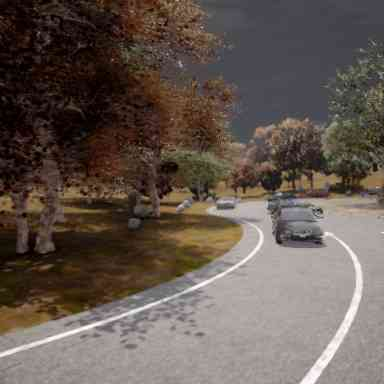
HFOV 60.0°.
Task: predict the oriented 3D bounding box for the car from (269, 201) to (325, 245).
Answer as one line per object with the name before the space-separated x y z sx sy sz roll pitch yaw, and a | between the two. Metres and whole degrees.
car | 4.763 1.420 15.356 1.837 1.490 4.892 0 1 11

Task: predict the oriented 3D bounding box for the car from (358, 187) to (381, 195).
car | 28.625 0.047 51.984 4.892 1.490 1.837 -1 1 12

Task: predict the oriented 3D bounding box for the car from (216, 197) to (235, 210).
car | 3.736 1.228 36.946 1.895 1.301 4.718 -1 1 9

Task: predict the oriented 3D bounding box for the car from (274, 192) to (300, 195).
car | 12.806 0.727 47.791 5.008 1.535 1.882 -3 1 -39

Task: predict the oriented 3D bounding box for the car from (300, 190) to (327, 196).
car | 19.979 0.390 54.965 5.008 1.535 1.882 -1 0 -11

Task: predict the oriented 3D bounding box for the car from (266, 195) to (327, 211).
car | 8.198 1.214 27.004 2.033 1.411 5.357 -2 1 -22
